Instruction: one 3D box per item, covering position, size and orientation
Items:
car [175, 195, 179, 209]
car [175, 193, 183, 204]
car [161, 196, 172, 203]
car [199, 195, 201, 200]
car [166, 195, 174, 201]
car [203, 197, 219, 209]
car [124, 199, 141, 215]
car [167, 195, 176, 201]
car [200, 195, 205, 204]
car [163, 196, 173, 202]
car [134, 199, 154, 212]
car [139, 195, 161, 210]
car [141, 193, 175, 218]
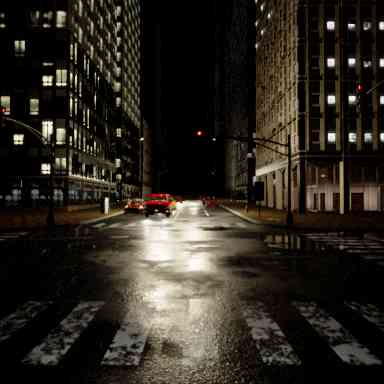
[{"bbox_3d":[-3.034,1.494,42.282,1.882,1.535,5.008,0,0,0],"label":"car"},{"bbox_3d":[-2.913,1.251,63.800,2.150,2.045,5.566,0,0,0],"label":"car"},{"bbox_3d":[-5.566,1.573,72.841,1.887,1.381,4.507,1,0,0],"label":"car"},{"bbox_3d":[2.797,1.590,61.748,1.947,1.339,4.313,1,0,0],"label":"car"},{"bbox_3d":[-5.549,1.578,83.992,1.887,1.381,4.507,1,0,0],"label":"car"},{"bbox_3d":[2.771,1.599,45.015,1.802,1.307,4.206,1,0,0],"label":"car"},{"bbox_3d":[-5.623,1.453,33.815,1.967,1.590,4.097,1,0,0],"label":"car"},{"bbox_3d":[-5.541,1.587,89.567,2.008,1.369,4.403,1,0,0],"label":"car"},{"bbox_3d":[2.790,1.547,56.341,1.752,1.417,4.829,1,0,0],"label":"car"},{"bbox_3d":[-5.557,1.582,78.417,2.008,1.369,4.403,1,0,0],"label":"car"},{"bbox_3d":[-5.617,1.597,39.391,1.802,1.307,4.206,1,0,0],"label":"car"},{"bbox_3d":[-5.604,1.332,44.966,2.192,1.841,5.009,1,0,0],"label":"car"},{"bbox_3d":[-3.047,1.233,31.144,2.150,2.045,5.566,0,0,0],"label":"car"}]
